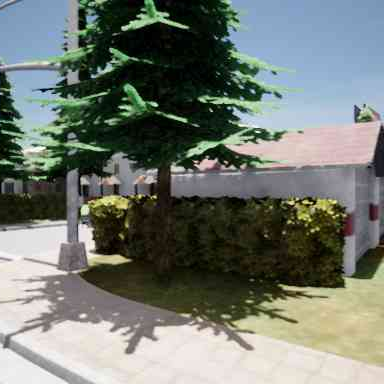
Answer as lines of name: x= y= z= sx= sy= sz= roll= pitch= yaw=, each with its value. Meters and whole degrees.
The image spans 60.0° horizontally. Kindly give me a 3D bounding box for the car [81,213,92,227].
car: x=-5.184 y=1.525 z=22.595 sx=1.837 sy=1.490 sz=4.892 roll=0 pitch=1 yaw=35
